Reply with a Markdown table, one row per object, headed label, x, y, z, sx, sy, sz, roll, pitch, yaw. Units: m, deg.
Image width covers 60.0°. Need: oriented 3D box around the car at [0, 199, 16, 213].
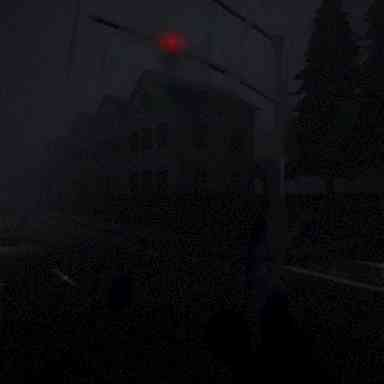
| label | x | y | z | sx | sy | sz | roll | pitch | yaw |
| --- | --- | --- | --- | --- | --- | --- | --- | --- | --- |
| car | -20.804 | 1.502 | 36.834 | 2.128 | 1.511 | 4.902 | 0 | 0 | -35 |
